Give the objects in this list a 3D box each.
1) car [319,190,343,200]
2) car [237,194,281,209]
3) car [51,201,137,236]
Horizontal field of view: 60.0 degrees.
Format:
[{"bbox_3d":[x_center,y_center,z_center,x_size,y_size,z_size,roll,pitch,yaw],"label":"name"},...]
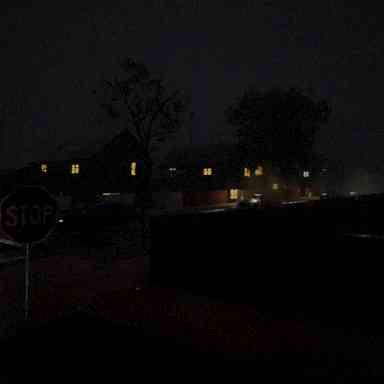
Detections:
[{"bbox_3d":[18.571,0.497,44.235,1.837,1.490,4.892,1,2,41],"label":"car"},{"bbox_3d":[6.148,0.894,29.895,2.033,1.411,5.357,1,2,41],"label":"car"},{"bbox_3d":[-5.060,1.214,16.833,2.128,1.511,4.902,1,2,41],"label":"car"}]
